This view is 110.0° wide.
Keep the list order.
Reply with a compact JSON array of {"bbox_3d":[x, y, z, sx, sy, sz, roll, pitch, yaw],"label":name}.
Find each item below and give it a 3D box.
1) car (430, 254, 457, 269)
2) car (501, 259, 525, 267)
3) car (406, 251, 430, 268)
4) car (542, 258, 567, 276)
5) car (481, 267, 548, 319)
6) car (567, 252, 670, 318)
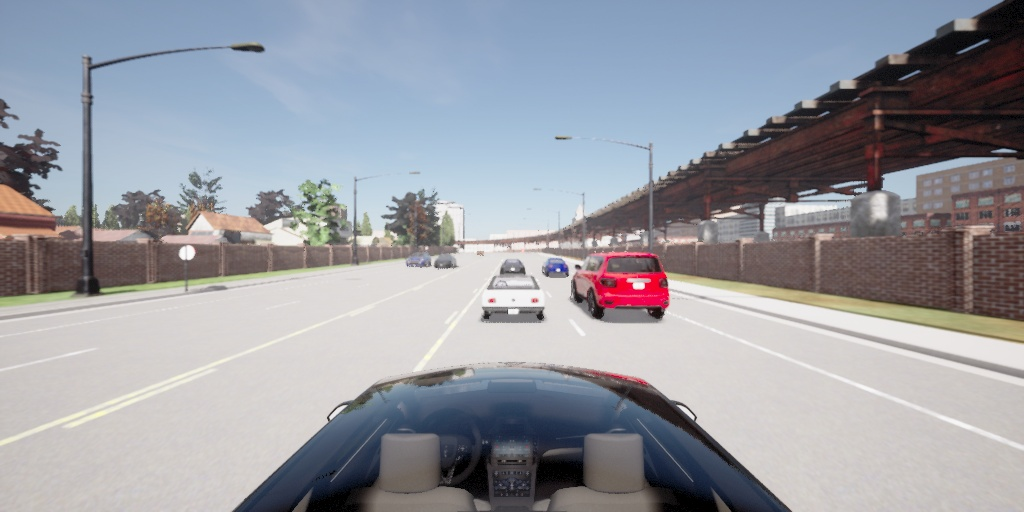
[{"bbox_3d":[-7.114,0.571,38.645,1.882,1.535,5.008,0,2,0],"label":"car"},{"bbox_3d":[0.061,0.899,29.257,1.994,1.385,4.181,0,1,0],"label":"car"},{"bbox_3d":[-10.611,0.382,41.075,2.097,1.767,4.553,0,2,0],"label":"car"},{"bbox_3d":[3.563,0.848,29.753,1.812,1.442,4.674,0,1,0],"label":"car"},{"bbox_3d":[0.057,1.257,12.364,1.895,1.301,4.718,0,1,0],"label":"car"},{"bbox_3d":[3.559,0.876,12.687,2.150,2.045,5.566,0,1,0],"label":"car"}]
